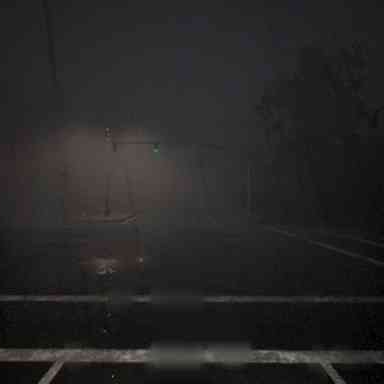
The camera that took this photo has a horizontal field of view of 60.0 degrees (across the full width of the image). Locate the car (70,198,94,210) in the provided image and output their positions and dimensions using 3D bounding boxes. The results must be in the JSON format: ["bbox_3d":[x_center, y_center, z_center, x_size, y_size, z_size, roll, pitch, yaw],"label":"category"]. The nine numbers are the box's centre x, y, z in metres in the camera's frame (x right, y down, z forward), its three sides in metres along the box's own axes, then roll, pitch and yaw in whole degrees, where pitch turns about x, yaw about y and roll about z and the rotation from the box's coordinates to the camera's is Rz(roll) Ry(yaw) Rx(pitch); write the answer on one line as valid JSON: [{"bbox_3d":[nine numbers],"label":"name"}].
[{"bbox_3d":[-15.077,1.568,45.848,2.097,1.767,4.553,0,0,0],"label":"car"}]

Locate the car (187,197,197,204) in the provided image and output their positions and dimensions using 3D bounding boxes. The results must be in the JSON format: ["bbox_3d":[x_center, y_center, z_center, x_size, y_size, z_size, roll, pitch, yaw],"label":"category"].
[{"bbox_3d":[0.009,1.870,74.556,1.994,1.385,4.181,0,0,0],"label":"car"}]

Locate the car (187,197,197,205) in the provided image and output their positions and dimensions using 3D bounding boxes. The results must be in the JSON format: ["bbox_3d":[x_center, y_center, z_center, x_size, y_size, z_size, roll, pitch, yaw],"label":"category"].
[{"bbox_3d":[0.008,1.779,64.139,1.882,1.535,5.008,0,0,0],"label":"car"}]

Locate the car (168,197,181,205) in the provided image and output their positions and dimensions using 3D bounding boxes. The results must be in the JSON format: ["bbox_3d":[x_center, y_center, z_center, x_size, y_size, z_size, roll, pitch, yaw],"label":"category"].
[{"bbox_3d":[-3.492,1.793,64.140,2.128,1.511,4.902,0,0,0],"label":"car"}]

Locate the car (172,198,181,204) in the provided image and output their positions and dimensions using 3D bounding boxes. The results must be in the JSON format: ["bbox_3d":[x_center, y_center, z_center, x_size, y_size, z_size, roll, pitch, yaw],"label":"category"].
[{"bbox_3d":[-3.491,1.913,74.586,1.895,1.301,4.718,0,0,0],"label":"car"}]

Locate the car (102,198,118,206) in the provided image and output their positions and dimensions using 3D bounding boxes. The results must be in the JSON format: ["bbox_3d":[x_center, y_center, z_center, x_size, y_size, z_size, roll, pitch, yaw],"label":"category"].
[{"bbox_3d":[-15.011,1.837,61.431,2.033,1.411,5.357,0,0,1],"label":"car"}]
